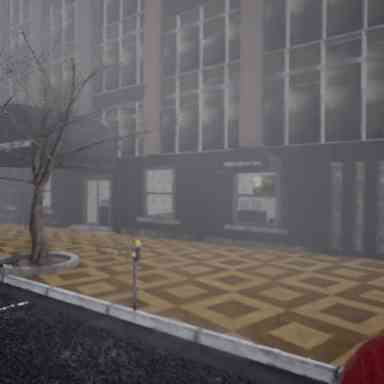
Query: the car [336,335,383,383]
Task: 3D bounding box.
[{"bbox_3d":[2.933,1.304,0.808,5.009,1.841,2.192,0,1,36],"label":"car"}]
